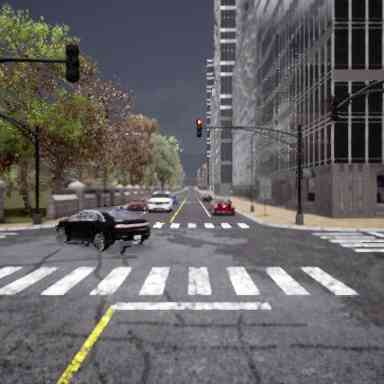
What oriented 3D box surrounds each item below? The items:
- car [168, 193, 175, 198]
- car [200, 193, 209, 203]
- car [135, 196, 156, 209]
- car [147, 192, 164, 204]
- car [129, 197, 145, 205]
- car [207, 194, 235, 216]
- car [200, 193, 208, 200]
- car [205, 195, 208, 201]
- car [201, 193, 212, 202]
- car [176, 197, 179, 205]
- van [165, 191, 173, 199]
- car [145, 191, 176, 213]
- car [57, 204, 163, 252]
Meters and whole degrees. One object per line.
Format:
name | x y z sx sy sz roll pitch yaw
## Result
car | -5.640 0.857 92.353 1.802 1.307 4.206 0 1 0
car | 2.723 1.139 58.246 1.947 1.339 4.313 0 0 0
car | -5.667 1.252 41.206 2.008 1.369 4.403 0 0 0
car | -5.660 0.932 52.570 2.192 1.841 5.009 0 0 0
car | -5.669 1.287 35.523 1.887 1.381 4.507 0 0 0
car | 2.709 1.223 29.841 1.967 1.590 4.097 0 0 0
car | 2.733 0.955 75.461 1.752 1.417 4.829 0 1 0
car | 2.711 1.308 35.522 1.947 1.339 4.313 0 0 0
car | 2.727 0.968 63.926 1.967 1.590 4.097 0 0 0
car | -3.053 1.162 50.129 1.812 1.442 4.674 0 1 0
van | -5.644 0.722 80.985 1.690 1.788 3.998 0 1 0
car | -3.083 0.978 33.549 2.150 2.045 5.566 0 0 0
car | -3.747 1.398 13.571 4.902 1.511 2.128 0 0 43
